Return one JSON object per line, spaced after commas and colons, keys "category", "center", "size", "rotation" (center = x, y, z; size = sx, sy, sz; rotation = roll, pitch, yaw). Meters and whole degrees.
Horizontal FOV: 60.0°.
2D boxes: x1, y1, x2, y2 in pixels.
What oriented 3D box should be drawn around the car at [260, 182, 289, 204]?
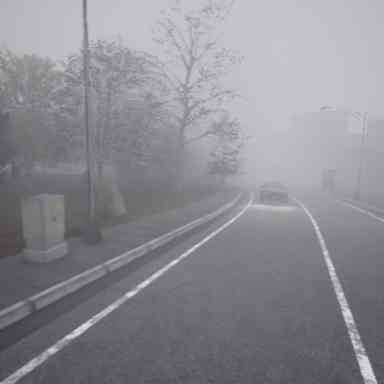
{"category": "car", "center": [6.236, -0.049, 25.398], "size": [1.882, 1.535, 5.008], "rotation": [3, 4, 12]}
